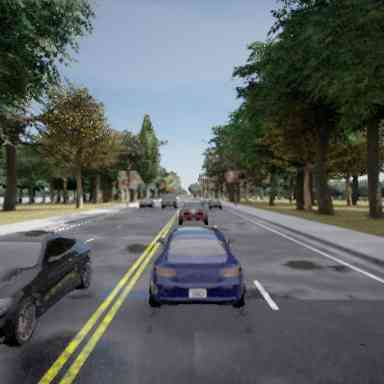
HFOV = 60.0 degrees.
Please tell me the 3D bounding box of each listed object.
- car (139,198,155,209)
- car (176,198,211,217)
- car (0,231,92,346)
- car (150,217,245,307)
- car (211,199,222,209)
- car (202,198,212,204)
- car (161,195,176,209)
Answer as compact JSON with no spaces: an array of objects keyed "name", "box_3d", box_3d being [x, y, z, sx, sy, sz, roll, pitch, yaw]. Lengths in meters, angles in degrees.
[{"name":"car","box_3d":[-6.574,1.694,48.901,1.882,1.535,5.008,0,0,0]},{"name":"car","box_3d":[0.099,1.450,25.626,2.097,1.767,4.553,0,0,0]},{"name":"car","box_3d":[-3.348,1.548,6.497,1.812,1.442,4.674,0,0,0]},{"name":"car","box_3d":[0.099,1.553,7.909,1.812,1.442,4.674,0,0,0]},{"name":"car","box_3d":[3.350,1.765,49.068,2.033,1.411,5.357,0,0,0]},{"name":"car","box_3d":[3.252,1.981,72.919,1.895,1.301,4.718,0,0,0]},{"name":"car","box_3d":[-3.325,1.437,48.851,2.150,2.045,5.566,0,0,0]}]
